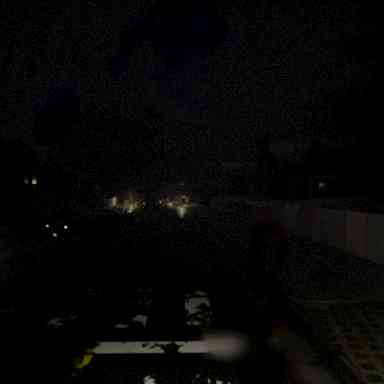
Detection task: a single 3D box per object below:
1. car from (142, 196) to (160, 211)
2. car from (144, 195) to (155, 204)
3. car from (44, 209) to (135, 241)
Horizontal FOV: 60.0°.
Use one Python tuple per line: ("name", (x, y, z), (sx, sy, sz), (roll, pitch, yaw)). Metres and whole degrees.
("car", (-5.262, 1.413, 42.748), (2.097, 1.767, 4.553), (0, 0, -6))
("car", (-8.725, 1.499, 67.540), (2.097, 1.767, 4.553), (0, 0, -10))
("car", (-5.325, 1.658, 17.763), (1.895, 1.301, 4.718), (-1, 2, 34))
